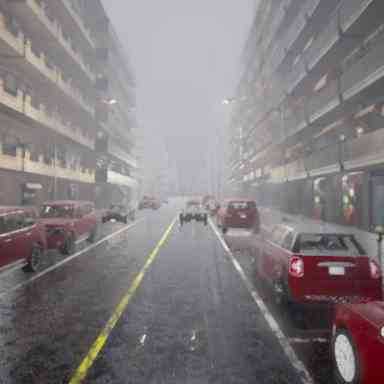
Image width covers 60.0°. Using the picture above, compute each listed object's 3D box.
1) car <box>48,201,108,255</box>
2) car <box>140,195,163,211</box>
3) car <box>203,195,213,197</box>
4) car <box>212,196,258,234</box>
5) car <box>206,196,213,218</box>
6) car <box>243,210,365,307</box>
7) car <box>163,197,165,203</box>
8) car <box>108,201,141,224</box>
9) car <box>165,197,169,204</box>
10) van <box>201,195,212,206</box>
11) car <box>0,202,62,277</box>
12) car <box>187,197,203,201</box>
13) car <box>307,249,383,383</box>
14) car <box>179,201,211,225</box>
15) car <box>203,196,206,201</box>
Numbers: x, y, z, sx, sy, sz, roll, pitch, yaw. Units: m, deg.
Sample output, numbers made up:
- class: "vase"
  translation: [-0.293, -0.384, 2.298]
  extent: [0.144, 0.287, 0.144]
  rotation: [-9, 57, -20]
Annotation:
- class: "car"
  translation: [-5.290, 1.302, 13.496]
  extent: [2.192, 1.841, 5.009]
  rotation: [1, 0, 0]
- class: "car"
  translation: [-5.289, 1.306, 41.149]
  extent: [2.192, 1.841, 5.009]
  rotation: [1, 0, 0]
- class: "car"
  translation: [2.558, 1.322, 52.156]
  extent: [2.192, 1.841, 5.009]
  rotation: [1, 0, 0]
- class: "car"
  translation: [2.556, 1.300, 18.967]
  extent: [2.192, 1.841, 5.009]
  rotation: [1, 0, 0]
- class: "car"
  translation: [2.554, 1.425, 30.030]
  extent: [1.967, 1.590, 4.097]
  rotation: [1, 0, 0]
- class: "car"
  translation: [2.595, 1.433, 7.905]
  extent: [1.967, 1.590, 4.097]
  rotation: [1, 0, 0]
- class: "car"
  translation: [-5.294, 1.542, 46.680]
  extent: [1.887, 1.381, 4.507]
  rotation: [1, 0, 0]
- class: "car"
  translation: [-5.295, 1.549, 24.559]
  extent: [1.947, 1.339, 4.313]
  rotation: [1, 0, 0]
- class: "car"
  translation: [-5.294, 1.611, 63.274]
  extent: [1.802, 1.307, 4.206]
  rotation: [1, 0, 0]
- class: "van"
  translation: [2.557, 1.358, 57.688]
  extent: [1.690, 1.788, 3.998]
  rotation: [1, 0, 0]
- class: "car"
  translation: [-5.290, 1.307, 7.966]
  extent: [2.192, 1.841, 5.009]
  rotation: [1, 0, 0]
- class: "car"
  translation: [0.098, 1.517, 41.050]
  extent: [1.812, 1.442, 4.674]
  rotation: [0, 0, 0]
- class: "car"
  translation: [2.584, 1.543, 2.374]
  extent: [1.887, 1.381, 4.507]
  rotation: [1, 0, 0]
- class: "car"
  translation: [0.103, 1.584, 24.012]
  extent: [1.895, 1.301, 4.718]
  rotation: [0, 0, 0]
- class: "car"
  translation: [2.552, 1.573, 41.093]
  extent: [1.802, 1.307, 4.206]
  rotation: [1, 0, 0]
